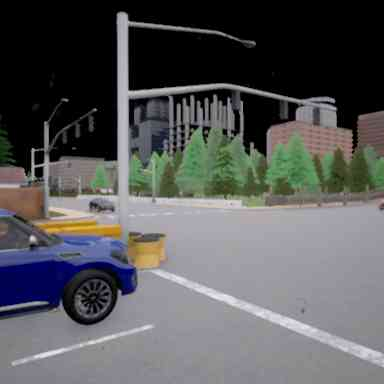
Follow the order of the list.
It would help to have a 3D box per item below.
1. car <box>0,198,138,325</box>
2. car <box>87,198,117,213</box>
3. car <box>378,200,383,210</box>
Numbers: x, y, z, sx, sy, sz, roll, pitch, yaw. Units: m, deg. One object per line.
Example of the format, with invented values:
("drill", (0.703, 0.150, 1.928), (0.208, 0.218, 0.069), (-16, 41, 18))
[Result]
("car", (-3.687, 1.221, 5.432), (5.566, 2.045, 2.150), (0, 0, -35))
("car", (-10.118, 1.444, 37.205), (1.837, 1.490, 4.892), (0, 0, -33))
("car", (23.091, 1.155, 37.657), (4.553, 1.767, 2.097), (0, 0, -35))
